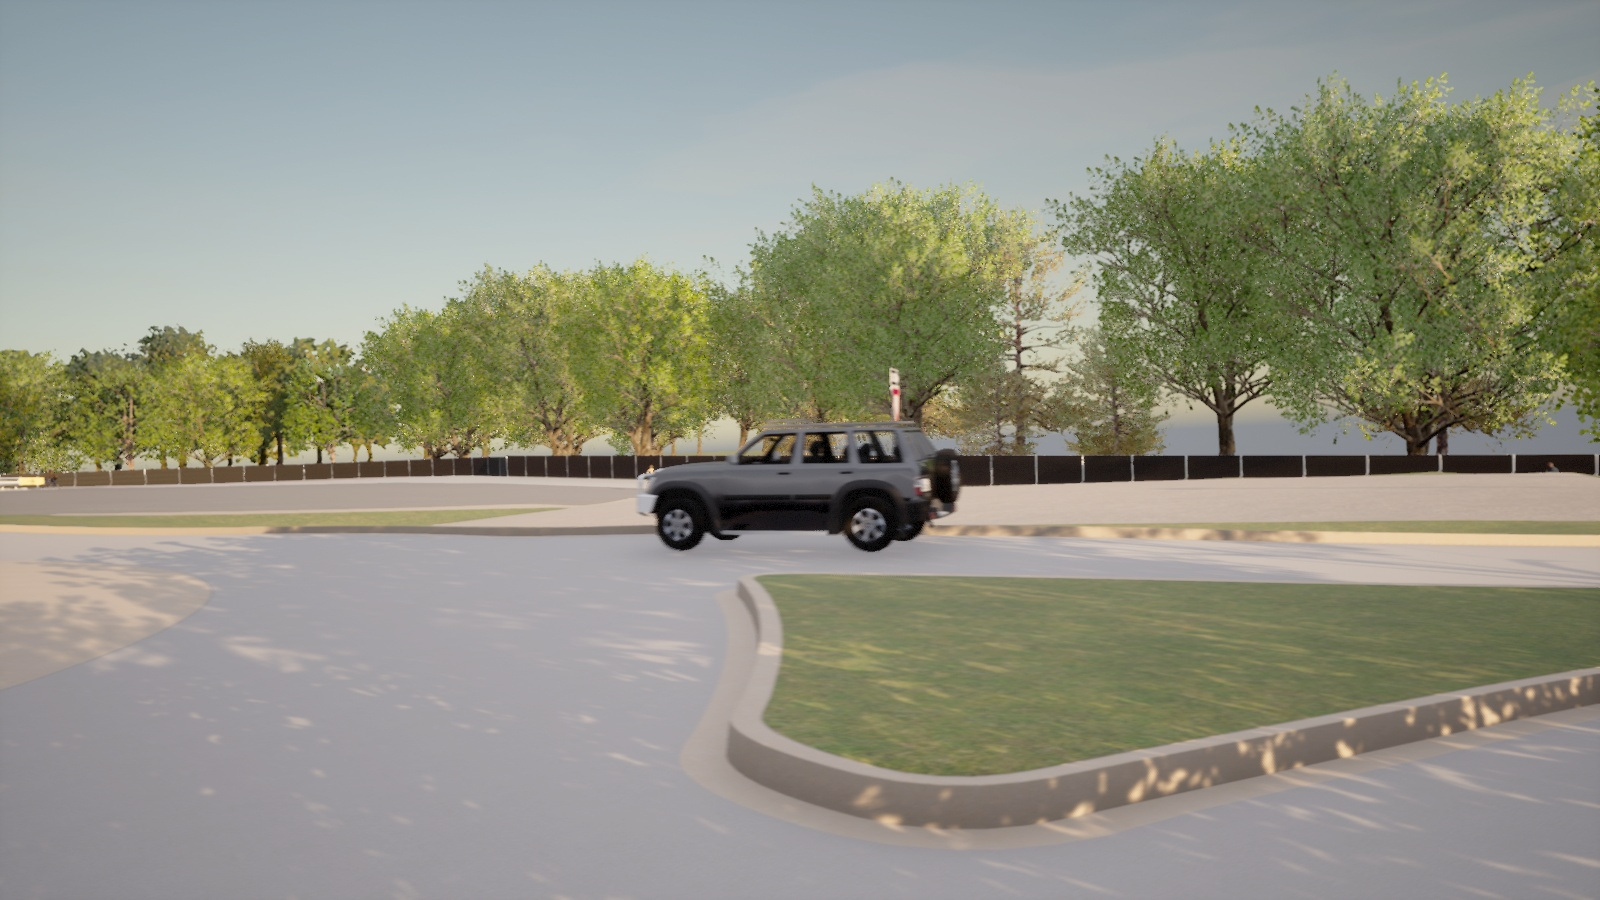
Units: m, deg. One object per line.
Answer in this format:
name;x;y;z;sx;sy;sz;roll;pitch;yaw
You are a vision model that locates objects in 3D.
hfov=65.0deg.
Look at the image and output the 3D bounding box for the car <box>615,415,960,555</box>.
car;-0.158;0.492;18.362;4.605;1.855;1.932;-1;1;20
